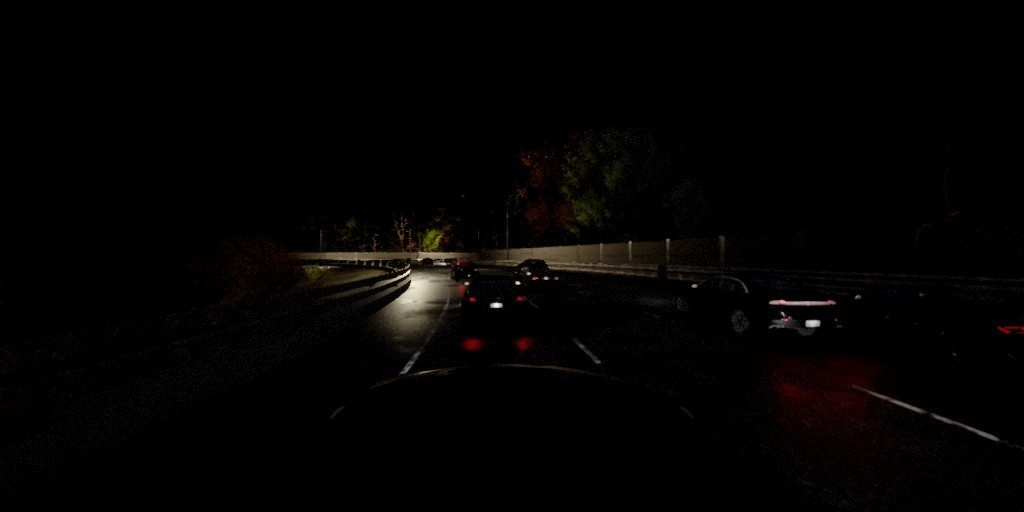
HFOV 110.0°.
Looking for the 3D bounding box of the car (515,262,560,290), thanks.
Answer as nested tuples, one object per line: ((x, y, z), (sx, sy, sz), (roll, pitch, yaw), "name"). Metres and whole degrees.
((1.400, 1.289, 22.362), (2.033, 1.411, 5.357), (0, 0, -11), "car")

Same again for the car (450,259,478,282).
((-3.837, 1.250, 28.955), (2.128, 1.511, 4.902), (0, 0, -15), "car")

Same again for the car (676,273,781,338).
((6.378, 1.218, 10.028), (2.128, 1.511, 4.902), (0, 0, 0), "car")

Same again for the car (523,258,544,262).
((1.831, 1.090, 34.177), (2.097, 1.767, 4.553), (0, 0, -17), "car")

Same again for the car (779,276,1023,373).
((8.458, 1.283, 7.593), (1.994, 1.385, 4.181), (-1, 0, -9), "car")

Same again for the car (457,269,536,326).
((-0.625, 1.314, 11.752), (1.994, 1.385, 4.181), (0, 0, -6), "car")

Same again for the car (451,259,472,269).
((-8.223, 1.247, 57.754), (1.882, 1.535, 5.008), (0, 0, -27), "car")
